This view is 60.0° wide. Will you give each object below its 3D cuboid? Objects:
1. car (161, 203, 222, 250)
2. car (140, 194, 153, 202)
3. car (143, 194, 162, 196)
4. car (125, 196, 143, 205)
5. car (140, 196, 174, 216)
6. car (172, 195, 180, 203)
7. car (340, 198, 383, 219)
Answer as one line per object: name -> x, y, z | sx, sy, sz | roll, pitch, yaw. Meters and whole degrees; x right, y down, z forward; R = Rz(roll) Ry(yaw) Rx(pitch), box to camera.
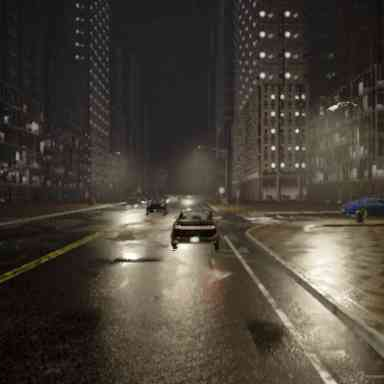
car -> 0.222, 1.446, 13.959 | 2.128, 1.511, 4.902 | 0, 0, 3
car -> -9.755, 1.284, 71.947 | 2.128, 1.511, 4.902 | 0, 0, 0
car -> -6.550, 1.325, 55.672 | 1.837, 1.490, 4.892 | 0, 0, 1
car -> -9.798, 1.384, 55.703 | 1.994, 1.385, 4.181 | 0, 0, 1
car -> -3.151, 1.407, 31.067 | 2.128, 1.511, 4.902 | 0, 0, 0
car -> -3.154, 1.330, 60.468 | 1.812, 1.442, 4.674 | 0, 0, 0
car -> 13.965, 1.193, 25.252 | 5.008, 1.535, 1.882 | -1, -1, 2
